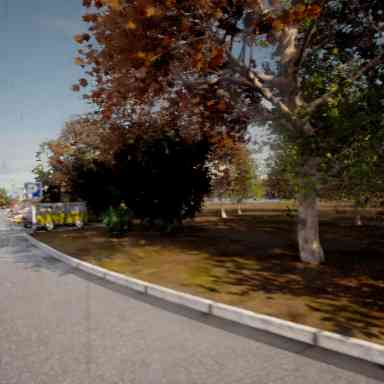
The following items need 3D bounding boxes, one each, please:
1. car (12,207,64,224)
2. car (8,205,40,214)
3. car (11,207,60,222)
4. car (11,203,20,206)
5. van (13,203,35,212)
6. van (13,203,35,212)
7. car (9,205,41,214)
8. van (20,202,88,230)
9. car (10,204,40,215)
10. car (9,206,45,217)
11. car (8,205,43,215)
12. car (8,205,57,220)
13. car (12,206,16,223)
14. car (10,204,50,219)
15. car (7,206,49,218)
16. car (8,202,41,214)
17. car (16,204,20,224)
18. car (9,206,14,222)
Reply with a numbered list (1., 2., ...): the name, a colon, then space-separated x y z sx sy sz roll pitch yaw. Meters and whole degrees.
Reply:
1. car: -16.562 2.480 36.010 2.002 1.452 4.674 -3 -1 39
2. car: -33.827 3.475 67.003 1.946 1.575 5.366 -2 -1 43
3. car: -18.074 2.570 38.555 2.002 1.452 4.674 -3 -1 40
4. car: -19.593 2.494 41.091 2.185 1.767 4.553 -3 -1 40
5. van: -41.862 3.747 82.974 1.878 1.987 4.442 -2 -1 43
6. van: -40.517 3.664 80.318 1.878 1.987 4.442 -3 -1 43
7. car: -32.353 3.393 64.500 2.231 1.521 4.892 -3 -1 43
8. van: -10.452 1.848 25.828 1.878 1.987 4.442 -2 -1 38
9. car: -31.008 3.183 61.848 2.185 1.767 4.553 -3 -1 43
10. car: -26.791 3.084 54.047 2.163 1.488 4.792 -3 -1 42
11. car: -29.612 3.225 59.240 2.097 1.535 5.008 -3 -1 42
12. car: -20.928 2.702 43.819 1.946 1.575 5.366 -3 -1 40
13. car: -13.382 2.252 31.092 1.946 1.575 5.366 -3 -1 39
14. car: -22.492 2.670 46.270 2.185 1.767 4.553 -2 -1 41
15. car: -23.966 2.883 48.827 2.097 1.535 5.008 -3 -1 41
16. car: -35.049 3.306 69.814 2.435 2.045 5.566 -3 -1 43
17. car: -11.970 2.040 28.404 2.185 1.767 4.553 -3 -1 38
18. car: -15.148 2.348 33.328 1.946 1.575 5.366 -2 -1 39
